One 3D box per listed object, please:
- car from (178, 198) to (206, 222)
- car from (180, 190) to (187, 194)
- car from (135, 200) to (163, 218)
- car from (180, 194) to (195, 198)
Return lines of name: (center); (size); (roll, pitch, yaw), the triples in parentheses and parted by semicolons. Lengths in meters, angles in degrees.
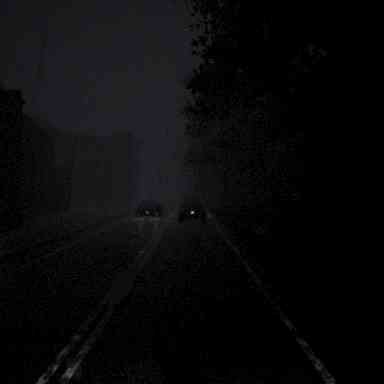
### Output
car: (0.010, 1.371, 24.670); (1.994, 1.385, 4.181); (0, 0, -1)
car: (-2.106, 0.298, 84.992); (2.033, 1.411, 5.357); (0, 2, -3)
car: (-3.444, 1.347, 27.436); (1.994, 1.385, 4.181); (0, 1, 0)
car: (-0.275, 1.247, 41.886); (1.895, 1.301, 4.718); (0, 1, -1)
